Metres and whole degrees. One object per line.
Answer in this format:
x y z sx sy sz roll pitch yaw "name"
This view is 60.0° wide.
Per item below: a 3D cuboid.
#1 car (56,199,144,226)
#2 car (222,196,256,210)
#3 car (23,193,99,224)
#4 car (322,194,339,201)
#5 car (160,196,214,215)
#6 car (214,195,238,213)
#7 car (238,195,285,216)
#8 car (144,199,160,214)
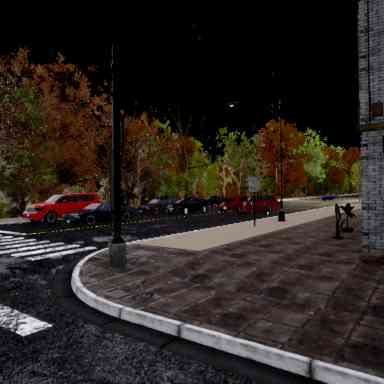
-6.092 1.402 22.704 2.033 1.411 5.357 -1 0 36 "car"
5.493 1.180 38.457 1.812 1.442 4.674 -1 0 36 "car"
-9.133 1.127 24.059 2.150 2.045 5.566 -1 0 36 "car"
24.479 0.927 58.473 1.895 1.301 4.718 -1 0 36 "car"
-0.376 1.260 30.483 1.837 1.490 4.892 -1 0 36 "car"
4.274 1.202 30.984 1.812 1.442 4.674 -1 0 36 "car"
6.101 0.998 27.989 2.097 1.767 4.553 -1 0 36 "car"
-3.056 1.347 32.315 2.033 1.411 5.357 -1 0 37 "car"
